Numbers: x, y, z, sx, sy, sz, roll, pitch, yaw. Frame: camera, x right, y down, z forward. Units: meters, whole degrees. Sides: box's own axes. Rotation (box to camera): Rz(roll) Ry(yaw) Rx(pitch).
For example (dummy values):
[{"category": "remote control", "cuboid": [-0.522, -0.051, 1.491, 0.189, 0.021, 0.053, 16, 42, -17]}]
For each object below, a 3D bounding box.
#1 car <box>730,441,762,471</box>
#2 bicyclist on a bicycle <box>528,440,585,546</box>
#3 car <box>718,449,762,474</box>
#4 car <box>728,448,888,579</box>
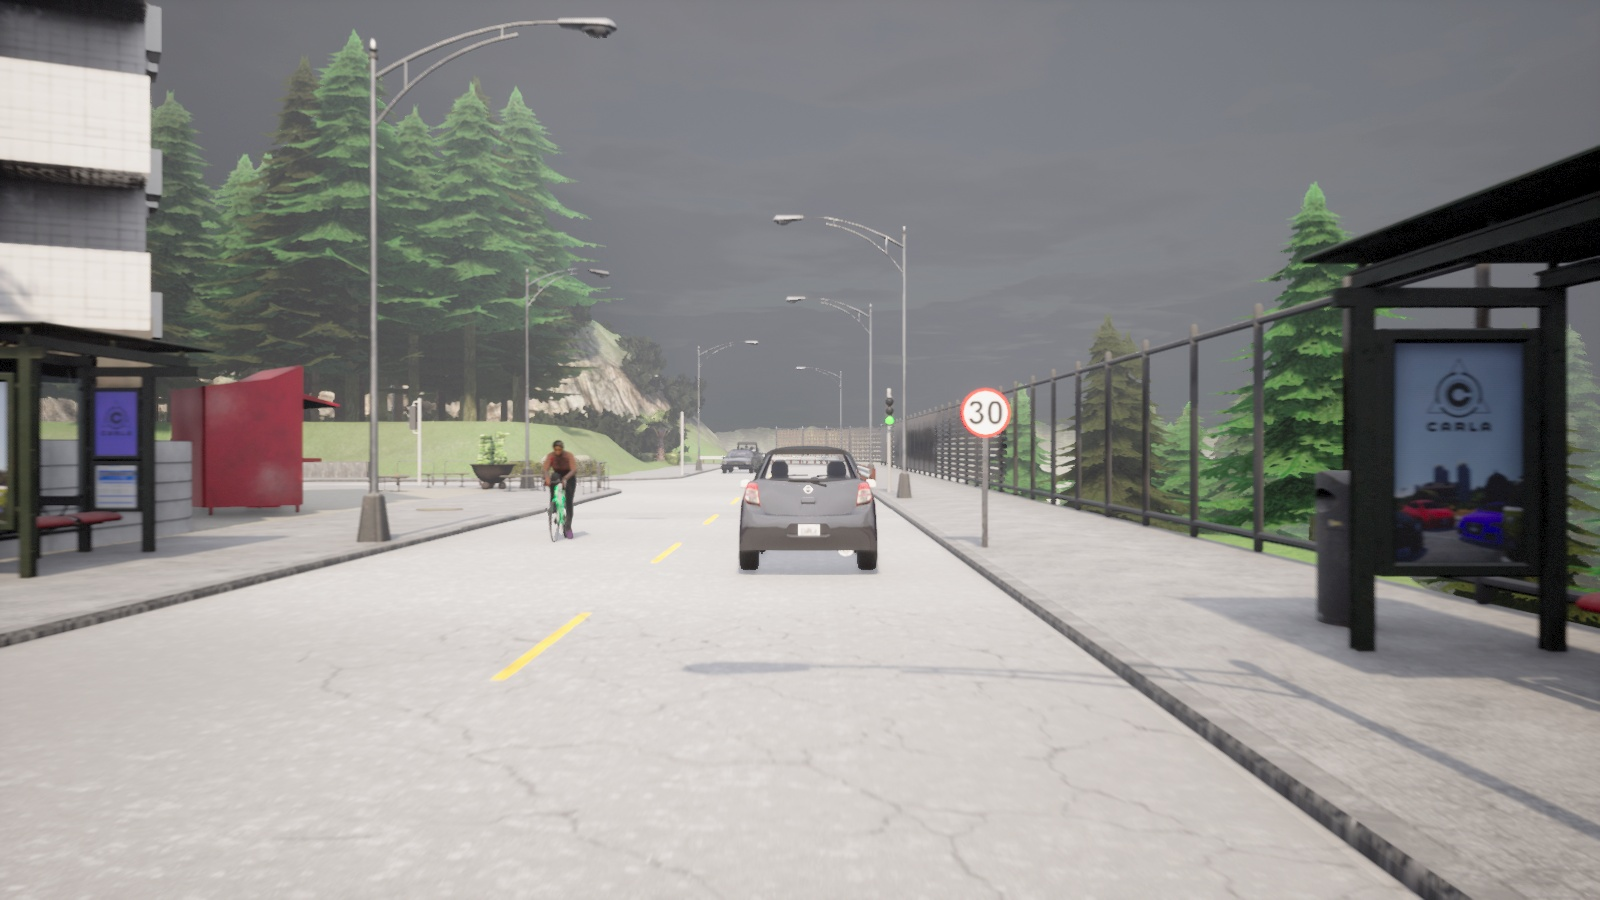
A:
[{"category": "car", "cuboid": [-3.535, 0.374, 82.679, 1.905, 1.878, 3.866, 0, 0, 0]}, {"category": "bicyclist on a bicycle", "cuboid": [-3.875, 0.657, 20.074, 0.582, 1.620, 1.656, 0, 0, 0]}, {"category": "car", "cuboid": [-3.479, 0.644, 73.660, 2.033, 1.411, 5.357, 0, 0, 3]}, {"category": "car", "cuboid": [0.104, 0.728, 16.281, 1.845, 1.501, 3.633, 0, 0, 0]}]
